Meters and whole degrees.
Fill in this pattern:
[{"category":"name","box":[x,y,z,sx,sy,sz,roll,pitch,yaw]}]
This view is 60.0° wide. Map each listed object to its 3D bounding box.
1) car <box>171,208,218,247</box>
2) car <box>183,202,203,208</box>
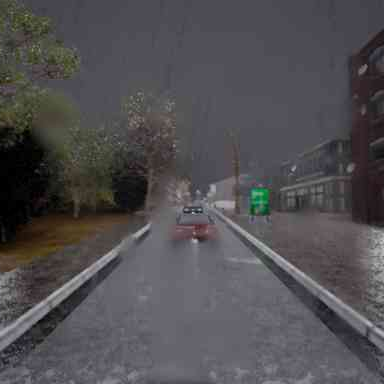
[{"category":"car","box":[0.094,1.620,15.141,1.895,1.301,4.718,0,0,0]},{"category":"car","box":[0.096,1.624,32.760,1.895,1.301,4.718,0,1,0]}]
